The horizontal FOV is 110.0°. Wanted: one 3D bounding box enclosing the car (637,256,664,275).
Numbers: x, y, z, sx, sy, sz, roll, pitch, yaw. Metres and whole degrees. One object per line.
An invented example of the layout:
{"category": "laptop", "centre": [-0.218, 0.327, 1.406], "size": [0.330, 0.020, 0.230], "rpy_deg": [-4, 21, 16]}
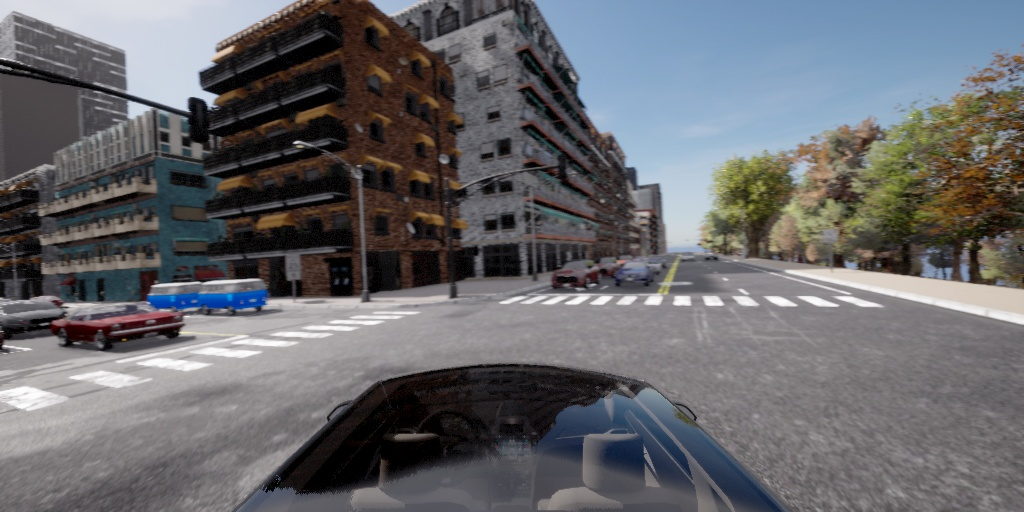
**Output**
{"category": "car", "centre": [11.490, 0.923, 30.273], "size": [1.895, 1.301, 4.718], "rpy_deg": [-3, 0, 25]}

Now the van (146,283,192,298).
{"category": "van", "centre": [-20.131, 2.525, 21.677], "size": [3.998, 1.789, 1.690], "rpy_deg": [0, 0, 25]}

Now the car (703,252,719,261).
{"category": "car", "centre": [30.790, 0.113, 55.579], "size": [1.895, 1.301, 4.718], "rpy_deg": [-3, 0, 25]}

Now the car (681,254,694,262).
{"category": "car", "centre": [27.865, 0.266, 56.978], "size": [1.895, 1.301, 4.718], "rpy_deg": [-3, 0, 25]}

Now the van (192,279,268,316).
{"category": "van", "centre": [-15.047, 2.185, 19.347], "size": [3.998, 1.789, 1.690], "rpy_deg": [0, 0, 25]}

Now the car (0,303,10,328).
{"category": "car", "centre": [-30.352, 3.421, 19.985], "size": [4.718, 1.301, 1.895], "rpy_deg": [-4, 0, 25]}

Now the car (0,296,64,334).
{"category": "car", "centre": [-21.844, 2.756, 16.080], "size": [4.892, 1.490, 1.837], "rpy_deg": [-4, 0, 25]}

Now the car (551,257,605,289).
{"category": "car", "centre": [3.966, 1.002, 21.995], "size": [2.097, 1.767, 4.553], "rpy_deg": [-3, 0, 25]}

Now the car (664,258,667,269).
{"category": "car", "centre": [16.147, 0.711, 40.071], "size": [1.994, 1.385, 4.181], "rpy_deg": [-3, 0, 26]}

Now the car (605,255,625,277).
{"category": "car", "centre": [7.740, 0.859, 29.964], "size": [2.097, 1.767, 4.553], "rpy_deg": [-3, 0, 25]}

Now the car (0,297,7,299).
{"category": "car", "centre": [-40.133, 4.063, 27.930], "size": [4.181, 1.385, 1.994], "rpy_deg": [-4, 0, 25]}

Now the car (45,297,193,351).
{"category": "car", "centre": [-13.366, 2.285, 12.191], "size": [4.718, 1.301, 1.895], "rpy_deg": [-4, 0, 25]}

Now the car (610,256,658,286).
{"category": "car", "centre": [7.582, 0.996, 22.045], "size": [1.812, 1.442, 4.674], "rpy_deg": [-3, 0, 27]}

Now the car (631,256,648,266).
{"category": "car", "centre": [19.479, 0.667, 54.472], "size": [1.895, 1.301, 4.718], "rpy_deg": [-3, 0, 25]}

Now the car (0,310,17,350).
{"category": "car", "centre": [-18.541, 2.593, 11.768], "size": [4.207, 1.307, 1.802], "rpy_deg": [0, 0, 25]}

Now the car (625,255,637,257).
{"category": "car", "centre": [12.253, 0.689, 39.469], "size": [2.097, 1.767, 4.553], "rpy_deg": [-3, 0, 25]}
